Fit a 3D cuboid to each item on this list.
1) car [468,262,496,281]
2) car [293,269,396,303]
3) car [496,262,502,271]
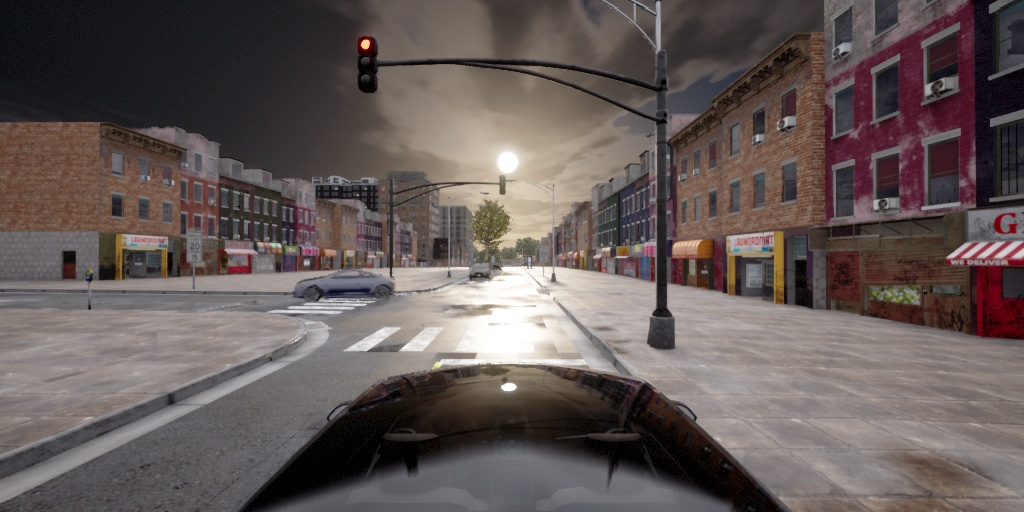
[{"bbox_3d":[-2.726,1.374,32.055,1.837,1.490,4.892,0,0,0],"label":"car"},{"bbox_3d":[-7.426,1.280,16.231,4.181,1.385,1.994,1,0,-23],"label":"car"},{"bbox_3d":[-2.583,1.655,56.392,1.895,1.301,4.718,0,-1,1],"label":"car"}]
